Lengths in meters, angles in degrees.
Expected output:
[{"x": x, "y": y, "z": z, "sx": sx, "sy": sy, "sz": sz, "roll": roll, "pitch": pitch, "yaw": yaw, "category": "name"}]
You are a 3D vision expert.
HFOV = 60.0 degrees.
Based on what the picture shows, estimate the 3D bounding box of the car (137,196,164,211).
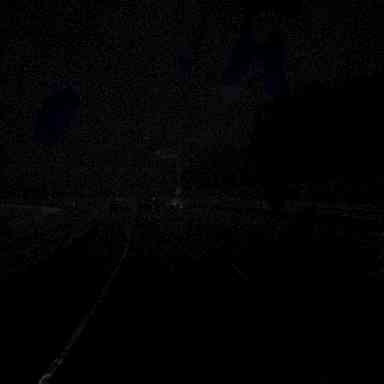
[{"x": -5.755, "y": 1.669, "z": 43.006, "sx": 2.128, "sy": 1.511, "sz": 4.902, "roll": -1, "pitch": 0, "yaw": -25, "category": "car"}]

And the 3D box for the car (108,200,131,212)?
[{"x": -9.199, "y": 1.761, "z": 42.146, "sx": 2.033, "sy": 1.411, "sz": 5.357, "roll": -1, "pitch": 0, "yaw": -26, "category": "car"}]

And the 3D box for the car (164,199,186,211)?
[{"x": -2.341, "y": 1.665, "z": 43.918, "sx": 1.812, "sy": 1.442, "sz": 4.674, "roll": -1, "pitch": 0, "yaw": -25, "category": "car"}]

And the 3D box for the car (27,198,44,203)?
[{"x": -39.521, "y": 2.193, "z": 85.038, "sx": 4.674, "sy": 1.442, "sz": 1.812, "roll": -1, "pitch": 0, "yaw": 35, "category": "car"}]

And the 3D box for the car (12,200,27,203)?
[{"x": -43.355, "y": 2.304, "z": 83.516, "sx": 4.718, "sy": 1.301, "sz": 1.895, "roll": -1, "pitch": 0, "yaw": 35, "category": "car"}]
